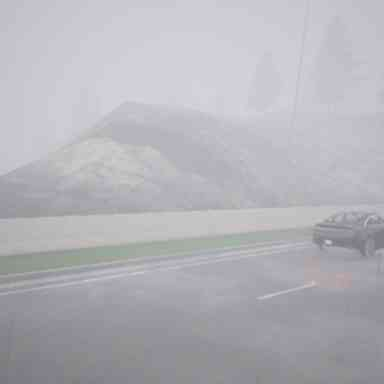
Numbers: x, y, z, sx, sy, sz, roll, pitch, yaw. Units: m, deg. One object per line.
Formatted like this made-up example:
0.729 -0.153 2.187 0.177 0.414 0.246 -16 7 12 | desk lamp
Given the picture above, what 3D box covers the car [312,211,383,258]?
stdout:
6.675 1.508 12.839 4.902 1.511 2.128 0 0 -35 | car
